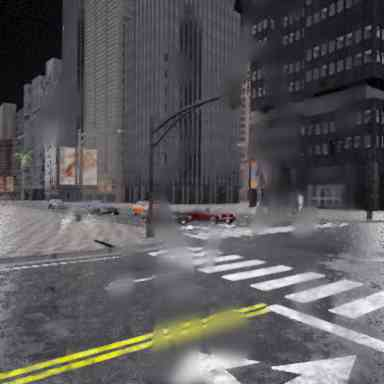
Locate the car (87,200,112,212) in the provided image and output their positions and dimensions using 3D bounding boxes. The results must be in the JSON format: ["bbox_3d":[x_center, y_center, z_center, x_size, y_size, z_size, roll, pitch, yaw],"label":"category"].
[{"bbox_3d":[-13.329,1.972,47.534,1.882,1.535,5.008,0,-1,-35],"label":"car"}]

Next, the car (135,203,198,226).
[{"bbox_3d":[-2.145,1.817,26.178,2.033,1.411,5.357,0,-1,-35],"label":"car"}]

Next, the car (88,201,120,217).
[{"bbox_3d":[-9.824,1.924,36.968,2.033,1.411,5.357,0,-1,-35],"label":"car"}]

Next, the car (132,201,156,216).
[{"bbox_3d":[-4.513,1.714,35.119,2.097,1.767,4.553,0,-1,-35],"label":"car"}]

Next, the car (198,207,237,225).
[{"bbox_3d":[1.413,1.881,26.801,1.895,1.301,4.718,0,-1,-36],"label":"car"}]

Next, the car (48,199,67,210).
[{"bbox_3d":[-21.881,1.925,54.081,2.097,1.767,4.553,0,-1,-35],"label":"car"}]
